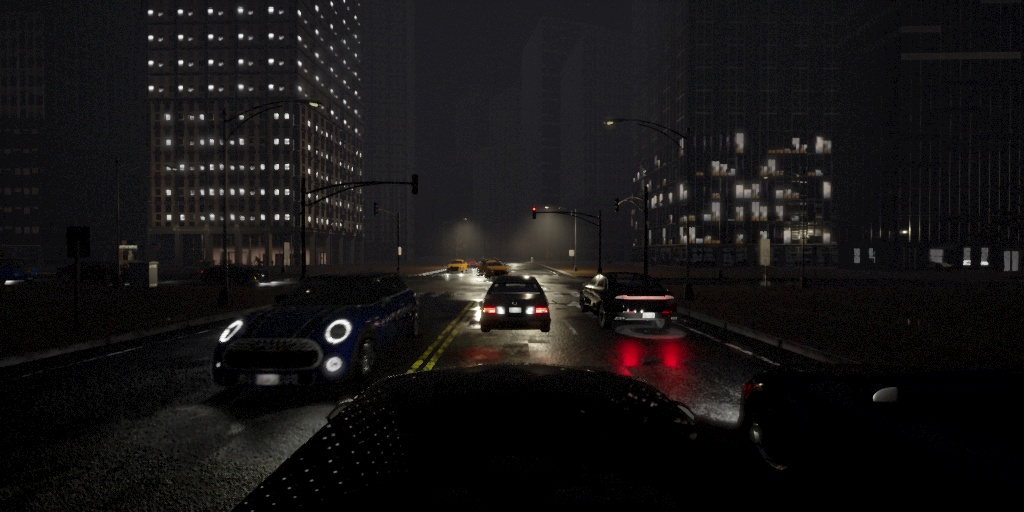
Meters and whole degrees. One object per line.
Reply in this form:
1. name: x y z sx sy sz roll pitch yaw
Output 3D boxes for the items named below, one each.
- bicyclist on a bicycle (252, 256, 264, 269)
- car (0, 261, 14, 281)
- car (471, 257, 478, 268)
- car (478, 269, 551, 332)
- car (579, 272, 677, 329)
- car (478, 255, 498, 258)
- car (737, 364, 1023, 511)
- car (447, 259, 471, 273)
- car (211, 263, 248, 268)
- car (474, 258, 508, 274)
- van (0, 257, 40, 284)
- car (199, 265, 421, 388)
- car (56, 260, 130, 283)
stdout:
1. bicyclist on a bicycle: -24.675 0.867 34.798 0.582 1.620 1.656 0 1 1
2. car: -40.301 1.092 26.484 4.674 1.442 1.812 0 0 2
3. car: -6.545 1.215 56.281 1.812 1.442 4.674 0 0 0
4. car: 0.107 1.294 10.774 2.033 1.411 5.357 0 0 1
5. car: 3.354 1.238 11.188 2.128 1.511 4.902 0 0 0
6. car: -3.296 0.919 52.105 2.150 2.045 5.566 0 0 0
7. car: 3.354 1.314 2.032 1.994 1.385 4.181 0 0 0
8. car: -6.561 1.193 43.306 1.882 1.535 5.008 0 0 0
9. car: -19.967 1.227 25.940 4.181 1.385 1.994 0 0 1
10. car: -1.761 1.193 32.346 1.882 1.535 5.008 0 0 -18
11. van: -33.915 0.959 23.716 3.998 1.789 1.690 0 0 1
12. car: -3.347 1.099 7.160 2.097 1.767 4.553 0 0 0
13. car: -30.059 1.093 26.201 5.008 1.535 1.882 0 0 2
